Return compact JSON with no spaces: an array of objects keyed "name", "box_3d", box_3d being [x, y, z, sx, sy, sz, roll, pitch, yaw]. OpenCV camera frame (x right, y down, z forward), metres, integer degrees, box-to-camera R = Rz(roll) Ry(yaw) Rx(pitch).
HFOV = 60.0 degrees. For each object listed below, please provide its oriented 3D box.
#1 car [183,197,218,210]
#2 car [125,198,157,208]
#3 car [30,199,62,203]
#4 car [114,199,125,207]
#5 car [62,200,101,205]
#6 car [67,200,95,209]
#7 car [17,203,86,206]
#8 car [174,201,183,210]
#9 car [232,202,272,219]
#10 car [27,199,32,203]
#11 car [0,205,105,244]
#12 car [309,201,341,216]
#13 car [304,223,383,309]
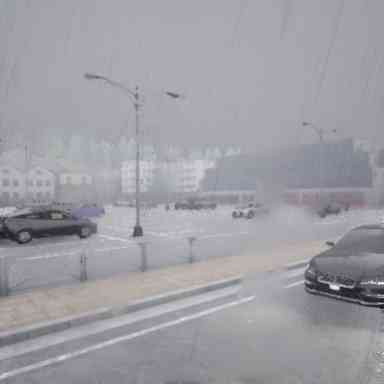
[{"name":"car","box_3d":[1.504,1.639,47.524,4.605,1.855,1.932,0,-1,-39]},{"name":"car","box_3d":[-8.739,1.952,59.426,5.027,1.636,2.152,0,-1,-39]},{"name":"car","box_3d":[-16.868,1.973,40.766,4.514,1.523,2.007,0,-1,-39]},{"name":"car","box_3d":[-13.046,2.136,64.192,3.806,1.475,1.970,0,-1,-39]},{"name":"car","box_3d":[-10.584,1.832,32.997,3.633,1.501,1.845,0,-1,-39]},{"name":"car","box_3d":[-20.822,2.273,62.572,4.514,1.523,2.007,0,-1,-39]},{"name":"car","box_3d":[-9.042,1.662,18.968,5.027,1.636,2.152,0,-1,-39]},{"name":"car","box_3d":[-0.653,1.667,49.515,3.866,1.878,1.905,0,-1,-39]},{"name":"car","box_3d":[5.514,1.683,30.655,3.806,1.475,1.970,0,-1,-39]},{"name":"car","box_3d":[-24.193,1.975,50.868,4.605,1.855,1.932,0,-1,-39]},{"name":"car","box_3d":[-7.018,1.619,16.571,4.514,1.523,2.007,0,-1,-39]},{"name":"car","box_3d":[13.147,1.613,33.037,3.633,1.501,1.845,0,-1,-39]},{"name":"car","box_3d":[4.559,1.550,7.858,4.892,1.490,1.837,0,-1,-40]}]
